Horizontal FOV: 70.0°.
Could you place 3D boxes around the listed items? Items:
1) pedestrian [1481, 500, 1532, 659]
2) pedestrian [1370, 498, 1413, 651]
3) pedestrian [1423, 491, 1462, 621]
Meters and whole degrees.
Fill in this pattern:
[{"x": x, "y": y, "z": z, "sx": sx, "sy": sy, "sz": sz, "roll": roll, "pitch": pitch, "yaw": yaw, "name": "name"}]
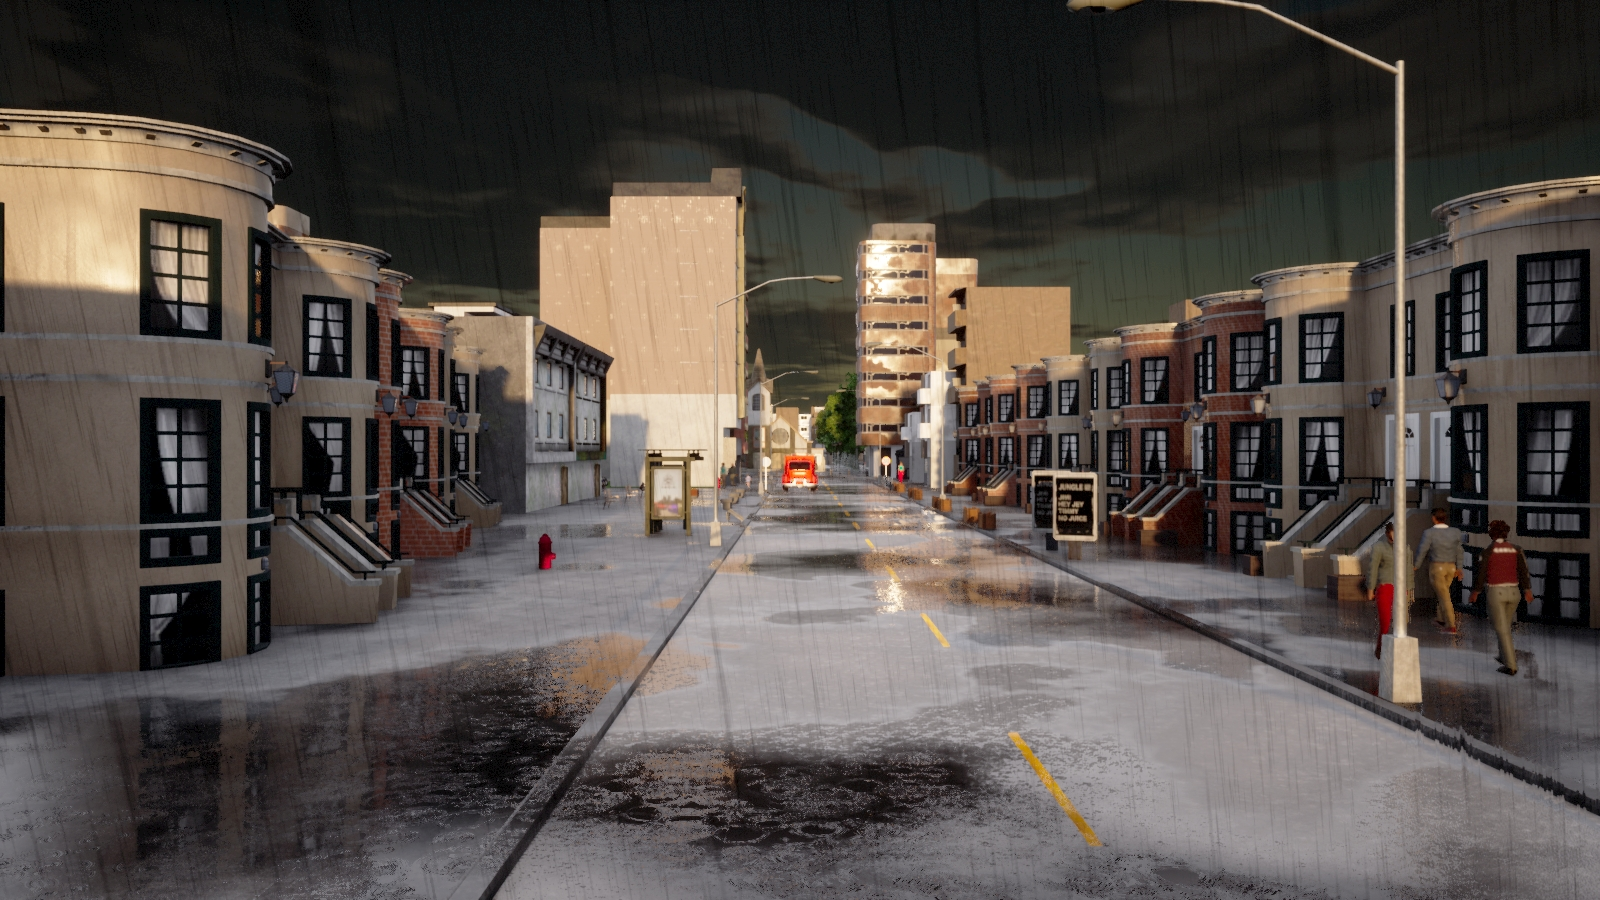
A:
[{"x": 8.426, "y": 1.530, "z": 13.634, "sx": 0.375, "sy": 1.860, "sz": 0.375, "roll": 0, "pitch": 0, "yaw": 4, "name": "pedestrian"}, {"x": 7.349, "y": 1.531, "z": 14.204, "sx": 0.375, "sy": 1.860, "sz": 0.375, "roll": 0, "pitch": 0, "yaw": 8, "name": "pedestrian"}, {"x": 9.381, "y": 1.532, "z": 16.685, "sx": 0.375, "sy": 1.860, "sz": 0.375, "roll": 0, "pitch": 0, "yaw": 3, "name": "pedestrian"}]
